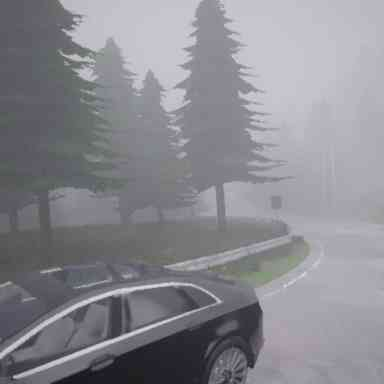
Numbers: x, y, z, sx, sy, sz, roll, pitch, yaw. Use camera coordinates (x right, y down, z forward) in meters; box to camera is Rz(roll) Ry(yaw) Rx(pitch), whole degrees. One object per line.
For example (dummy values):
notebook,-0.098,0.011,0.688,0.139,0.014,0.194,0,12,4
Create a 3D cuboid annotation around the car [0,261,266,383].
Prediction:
car,-1.249,1.541,3.186,4.902,1.511,2.128,1,-1,-43
